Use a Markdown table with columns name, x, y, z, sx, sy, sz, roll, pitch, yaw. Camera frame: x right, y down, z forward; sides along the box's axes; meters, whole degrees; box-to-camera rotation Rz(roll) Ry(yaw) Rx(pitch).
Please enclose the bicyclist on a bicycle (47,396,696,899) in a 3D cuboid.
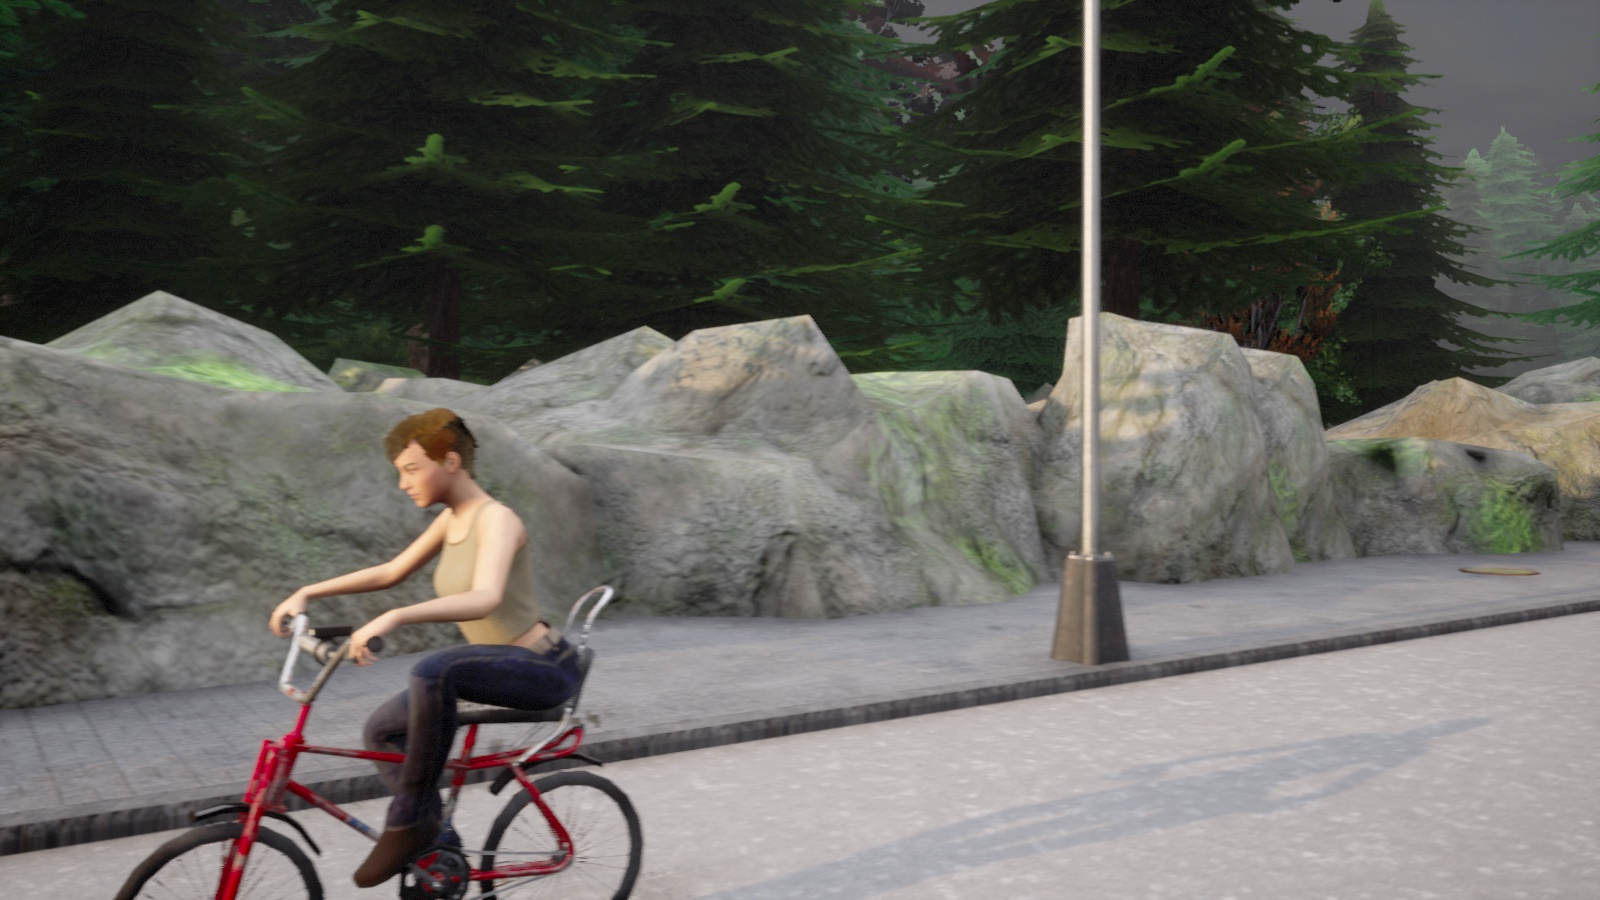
| name | x | y | z | sx | sy | sz | roll | pitch | yaw |
| --- | --- | --- | --- | --- | --- | --- | --- | --- | --- |
| bicyclist on a bicycle | -1.162 | 0.692 | 3.454 | 1.509 | 1.612 | 0.866 | 0 | 0 | -35 |
